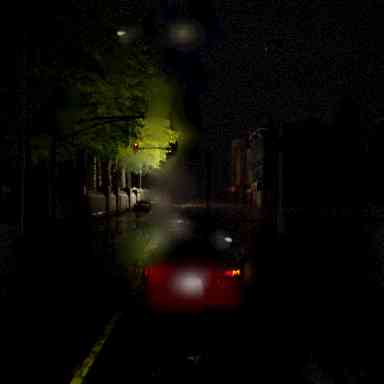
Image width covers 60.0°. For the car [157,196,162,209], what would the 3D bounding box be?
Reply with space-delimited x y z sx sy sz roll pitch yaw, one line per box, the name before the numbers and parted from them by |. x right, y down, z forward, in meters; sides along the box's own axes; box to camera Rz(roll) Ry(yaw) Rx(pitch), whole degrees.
car | -5.502 1.593 44.082 2.008 1.369 4.403 1 0 0

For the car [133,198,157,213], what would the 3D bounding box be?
car | -5.478 1.581 36.947 2.008 1.369 4.403 1 0 0

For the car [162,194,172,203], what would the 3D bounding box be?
car | -5.654 1.415 65.883 2.192 1.841 5.009 1 0 0

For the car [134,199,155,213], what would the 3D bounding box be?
car | -5.517 1.559 38.921 1.752 1.417 4.829 1 0 0

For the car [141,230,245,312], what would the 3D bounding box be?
car | 0.029 1.567 7.820 1.994 1.385 4.181 0 0 0

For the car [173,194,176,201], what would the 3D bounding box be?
car | -5.775 1.610 82.233 1.967 1.590 4.097 1 0 0

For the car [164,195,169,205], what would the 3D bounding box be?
car | -5.621 1.663 60.432 1.802 1.307 4.206 1 0 0

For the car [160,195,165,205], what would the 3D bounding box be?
car | -5.542 1.618 49.532 1.947 1.339 4.313 1 0 0

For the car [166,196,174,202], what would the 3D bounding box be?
car | -5.815 1.723 87.513 1.752 1.417 4.829 1 0 0
